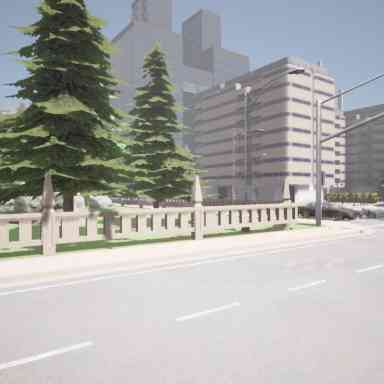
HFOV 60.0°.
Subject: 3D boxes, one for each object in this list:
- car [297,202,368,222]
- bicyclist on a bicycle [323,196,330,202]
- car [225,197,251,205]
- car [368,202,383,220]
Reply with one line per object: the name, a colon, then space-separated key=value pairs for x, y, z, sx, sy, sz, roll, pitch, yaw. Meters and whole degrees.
car: x=10.924 y=1.547 z=27.149 sx=2.033 sy=1.411 sz=5.357 roll=0 pitch=0 yaw=-35
bicyclist on a bicycle: x=17.409 y=1.302 z=43.008 sx=1.656 sy=1.620 sz=0.582 roll=0 pitch=0 yaw=-35
car: x=5.608 y=1.352 z=40.648 sx=2.097 sy=1.767 sz=4.553 roll=0 pitch=0 yaw=-35
car: x=16.056 y=1.526 z=26.632 sx=1.812 sy=1.442 sz=4.674 roll=0 pitch=0 yaw=-41
